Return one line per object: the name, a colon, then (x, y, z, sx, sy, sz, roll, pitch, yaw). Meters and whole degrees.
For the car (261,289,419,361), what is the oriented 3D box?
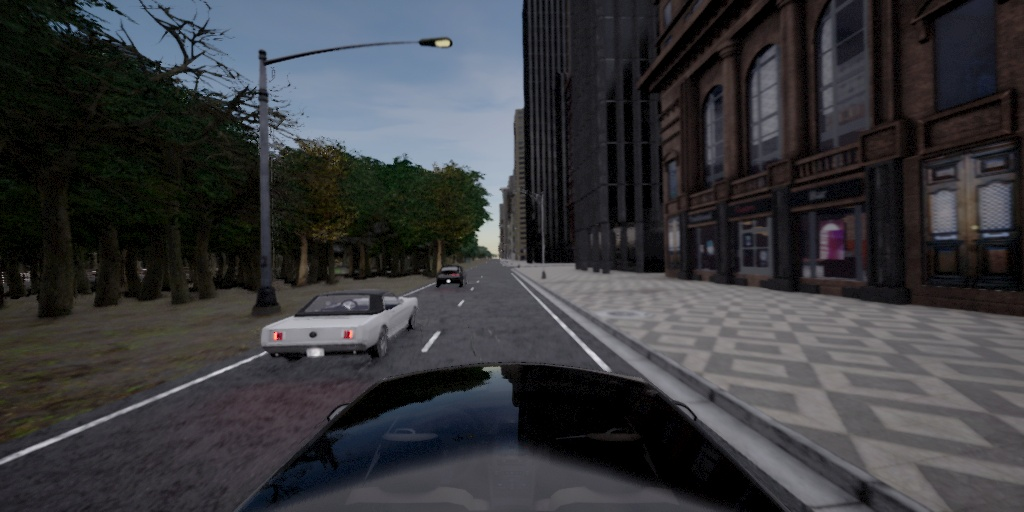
car: (-3.603, 1.450, 8.625, 1.895, 1.301, 4.718, -1, 0, -2)

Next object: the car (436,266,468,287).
car: (-4.366, 1.444, 26.445, 1.837, 1.490, 4.892, -1, 0, -2)
